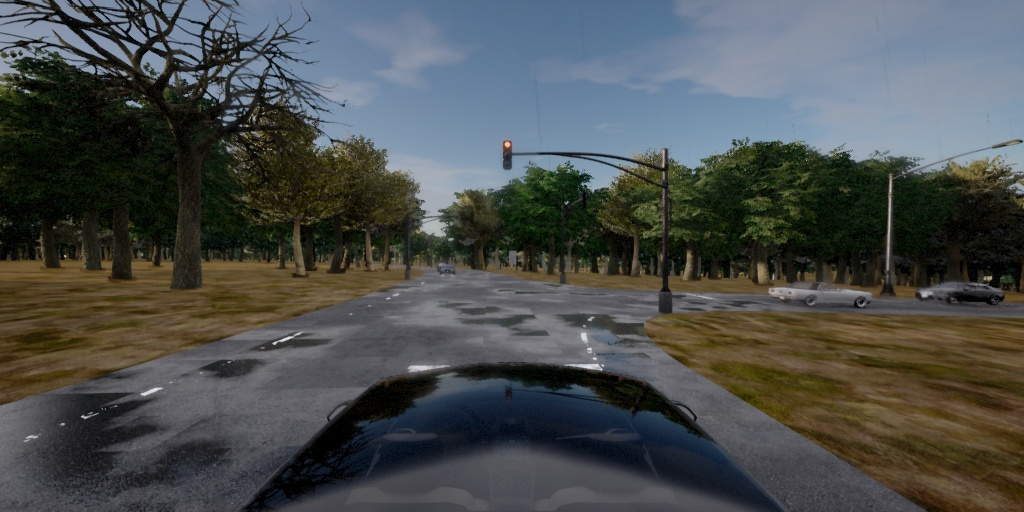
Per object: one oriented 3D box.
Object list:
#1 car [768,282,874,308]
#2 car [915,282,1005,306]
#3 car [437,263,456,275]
[{"bbox_3d":[17.436,2.148,20.296,4.718,1.301,1.895,2,0,-3],"label":"car"},{"bbox_3d":[30.714,2.543,24.656,4.902,1.511,2.128,2,0,-3],"label":"car"},{"bbox_3d":[-8.130,1.708,45.203,1.994,1.385,4.181,0,-1,-11],"label":"car"}]
